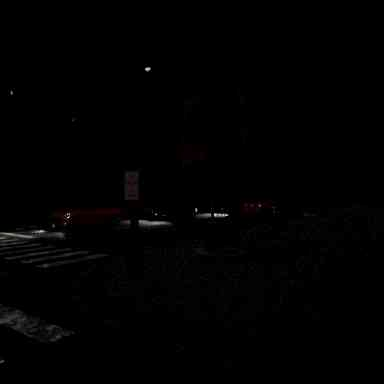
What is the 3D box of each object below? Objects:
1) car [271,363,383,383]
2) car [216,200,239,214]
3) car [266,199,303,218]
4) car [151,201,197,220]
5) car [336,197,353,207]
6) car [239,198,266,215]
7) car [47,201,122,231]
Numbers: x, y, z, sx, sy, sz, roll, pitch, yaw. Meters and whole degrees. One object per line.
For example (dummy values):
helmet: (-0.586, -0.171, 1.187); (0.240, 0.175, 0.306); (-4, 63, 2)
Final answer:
car: (2.222, 1.551, 1.258); (4.403, 1.369, 2.008); (0, 0, 36)
car: (4.342, 1.617, 36.553); (1.994, 1.385, 4.181); (0, 0, 36)
car: (9.088, 1.565, 31.676); (1.837, 1.490, 4.892); (0, 0, 35)
car: (-1.456, 1.539, 28.375); (1.837, 1.490, 4.892); (0, 0, 35)
car: (24.434, 1.618, 53.352); (2.128, 1.511, 4.902); (0, 0, 35)
car: (7.188, 1.409, 34.616); (2.097, 1.767, 4.553); (0, 0, 35)
car: (-6.688, 1.370, 20.987); (2.097, 1.767, 4.553); (0, 0, 35)
